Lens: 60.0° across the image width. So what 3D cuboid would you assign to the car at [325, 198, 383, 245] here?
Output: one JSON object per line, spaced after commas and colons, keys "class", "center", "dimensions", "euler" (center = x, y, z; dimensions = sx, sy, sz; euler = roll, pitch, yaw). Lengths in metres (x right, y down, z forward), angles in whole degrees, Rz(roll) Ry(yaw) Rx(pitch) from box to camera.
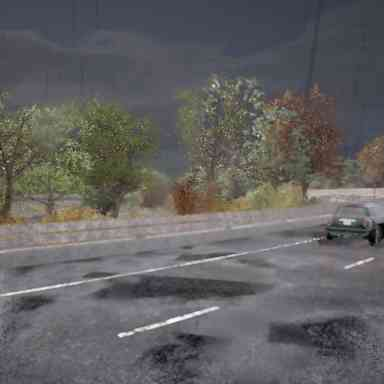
{"class": "car", "center": [8.152, 1.336, 15.655], "dimensions": [4.553, 1.767, 2.097], "euler": [0, 0, -44]}
